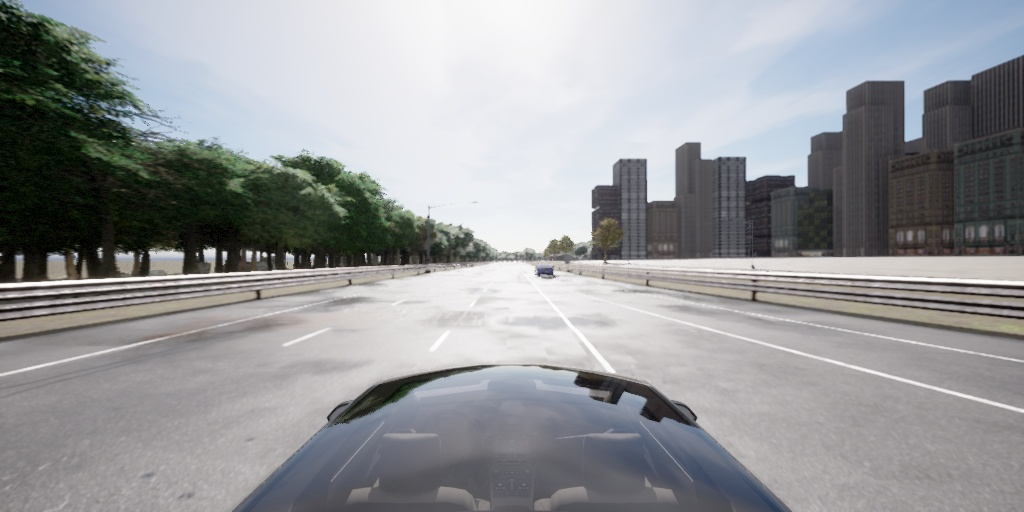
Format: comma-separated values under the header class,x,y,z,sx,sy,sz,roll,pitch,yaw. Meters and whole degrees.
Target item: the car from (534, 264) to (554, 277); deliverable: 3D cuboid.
class,x,y,z,sx,sy,sz,roll,pitch,yaw
car,3.801,1.697,42.884,1.882,1.535,5.008,0,-1,-2
